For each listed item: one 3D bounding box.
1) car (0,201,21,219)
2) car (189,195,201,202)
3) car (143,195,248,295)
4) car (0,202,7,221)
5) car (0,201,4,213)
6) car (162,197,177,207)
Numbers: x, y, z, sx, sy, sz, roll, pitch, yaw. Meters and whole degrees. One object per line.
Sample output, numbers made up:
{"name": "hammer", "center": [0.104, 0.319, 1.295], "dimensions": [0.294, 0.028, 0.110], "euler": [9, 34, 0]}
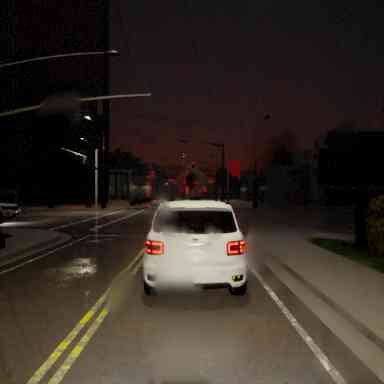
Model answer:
{"name": "car", "center": [-17.302, 1.338, 27.570], "dimensions": [5.566, 2.045, 2.150], "euler": [-1, 0, 0]}
{"name": "car", "center": [0.828, 1.464, 78.702], "dimensions": [1.882, 1.535, 5.008], "euler": [0, 0, 12]}
{"name": "car", "center": [0.078, 1.221, 8.832], "dimensions": [2.150, 2.045, 5.566], "euler": [0, 0, 0]}
{"name": "car", "center": [-16.222, 1.667, 24.074], "dimensions": [4.181, 1.385, 1.994], "euler": [-1, 0, 0]}
{"name": "car", "center": [-24.797, 1.751, 38.174], "dimensions": [5.357, 1.411, 2.033], "euler": [-1, 0, 0]}
{"name": "car", "center": [-3.537, 1.564, 52.975], "dimensions": [1.994, 1.385, 4.181], "euler": [0, 0, 0]}
